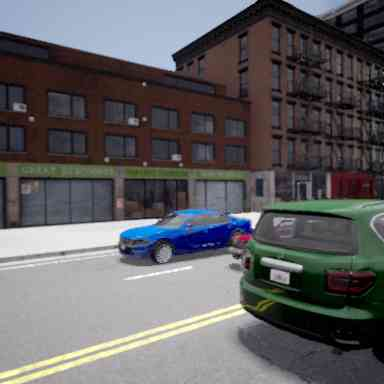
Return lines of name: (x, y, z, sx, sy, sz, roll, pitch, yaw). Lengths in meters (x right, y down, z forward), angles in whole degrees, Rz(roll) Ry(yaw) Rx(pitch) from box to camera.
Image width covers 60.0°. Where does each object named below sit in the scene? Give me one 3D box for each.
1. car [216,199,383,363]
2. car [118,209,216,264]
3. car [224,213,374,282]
car: (3.300, 1.134, 5.815, 5.566, 2.045, 2.150, -1, 1, -36)
car: (-0.087, 1.383, 11.633, 5.008, 1.535, 1.882, -1, 1, -36)
car: (3.384, 1.477, 10.124, 4.718, 1.301, 1.895, -1, 1, -36)
